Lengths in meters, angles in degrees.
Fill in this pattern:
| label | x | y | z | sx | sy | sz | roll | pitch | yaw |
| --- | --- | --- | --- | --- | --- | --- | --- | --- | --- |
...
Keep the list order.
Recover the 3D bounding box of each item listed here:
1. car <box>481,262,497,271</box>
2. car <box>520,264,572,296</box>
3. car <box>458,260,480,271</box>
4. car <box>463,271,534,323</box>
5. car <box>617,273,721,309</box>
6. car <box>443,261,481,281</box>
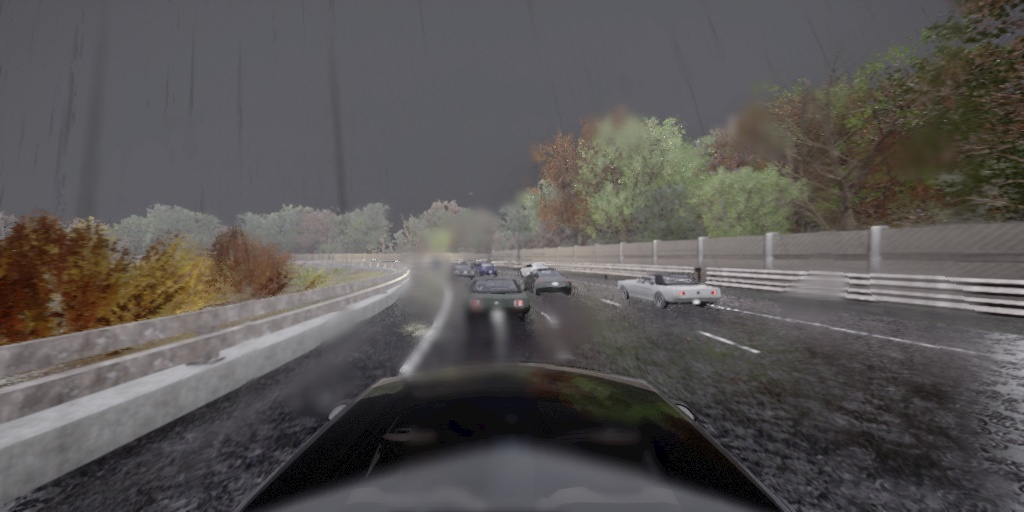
| label | x | y | z | sx | sy | sz | roll | pitch | yaw |
| --- | --- | --- | --- | --- | --- | --- | --- | --- | --- |
| car | -2.881 | 1.393 | 37.585 | 1.812 | 1.442 | 4.674 | 0 | 0 | -19 |
| car | 1.831 | 1.359 | 19.834 | 1.994 | 1.385 | 4.181 | 0 | 0 | -10 |
| car | -6.633 | 1.440 | 54.986 | 1.837 | 1.490 | 4.892 | 0 | 0 | -25 |
| car | -0.620 | 1.385 | 12.369 | 1.895 | 1.301 | 4.718 | 0 | 0 | -6 |
| car | 6.229 | 1.364 | 14.999 | 1.895 | 1.301 | 4.718 | 0 | 0 | -10 |
| car | -4.527 | 1.405 | 31.619 | 2.033 | 1.411 | 5.357 | 0 | 0 | -17 |
